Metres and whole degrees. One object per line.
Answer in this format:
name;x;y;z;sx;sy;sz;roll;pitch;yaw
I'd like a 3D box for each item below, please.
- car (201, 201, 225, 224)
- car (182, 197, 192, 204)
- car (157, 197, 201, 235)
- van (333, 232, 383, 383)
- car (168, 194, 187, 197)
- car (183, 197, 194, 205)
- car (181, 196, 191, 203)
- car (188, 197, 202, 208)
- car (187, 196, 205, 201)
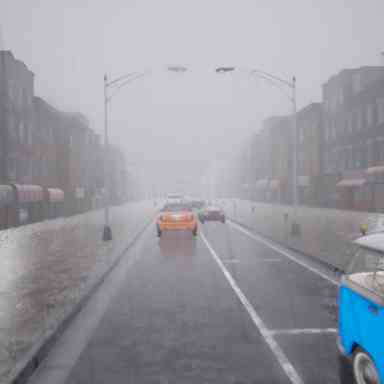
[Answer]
car;1.380;1.565;24.197;1.802;1.307;4.206;-1;0;-3
car;-1.011;1.717;67.867;1.802;1.307;4.206;-1;0;-3
car;-0.875;1.358;18.946;2.097;1.767;4.553;-1;0;-3
van;2.574;1.308;2.362;1.690;1.788;3.998;-1;0;-3
car;-2.180;1.281;42.575;2.150;2.045;5.566;-1;0;-3
car;-0.723;1.635;62.578;1.752;1.417;4.829;-1;0;-3
car;-1.312;1.604;73.326;1.967;1.590;4.097;-1;0;-3
car;0.351;1.576;50.084;1.812;1.442;4.674;-1;0;-3
car;0.724;1.503;43.094;1.882;1.535;5.008;-1;0;-3
